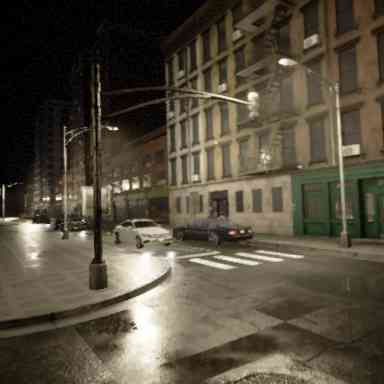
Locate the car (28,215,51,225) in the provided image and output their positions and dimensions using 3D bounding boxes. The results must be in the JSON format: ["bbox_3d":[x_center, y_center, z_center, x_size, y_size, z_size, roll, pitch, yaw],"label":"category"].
[{"bbox_3d":[-21.748,4.019,47.915,2.033,1.411,5.357,0,-3,-33],"label":"car"}]

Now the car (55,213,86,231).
[{"bbox_3d":[-11.994,2.861,32.717,2.097,1.767,4.553,0,-3,-33],"label":"car"}]

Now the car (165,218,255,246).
[{"bbox_3d":[1.002,2.177,18.826,2.033,1.411,5.357,1,-3,-39],"label":"car"}]

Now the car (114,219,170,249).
[{"bbox_3d":[-2.873,2.238,18.646,1.812,1.442,4.674,0,-3,-35],"label":"car"}]
